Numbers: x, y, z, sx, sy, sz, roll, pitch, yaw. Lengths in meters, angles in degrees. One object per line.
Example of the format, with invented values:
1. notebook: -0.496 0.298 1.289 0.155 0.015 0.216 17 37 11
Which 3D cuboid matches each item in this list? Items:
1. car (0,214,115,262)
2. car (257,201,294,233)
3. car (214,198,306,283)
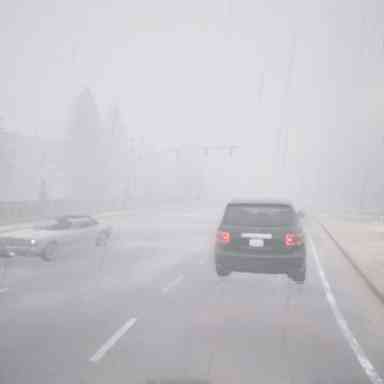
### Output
1. car: -4.771 1.527 12.054 1.895 1.301 4.718 0 0 16
2. car: 5.130 1.364 20.005 1.882 1.535 5.008 0 0 17
3. car: 2.109 1.167 9.804 2.150 2.045 5.566 0 1 15
